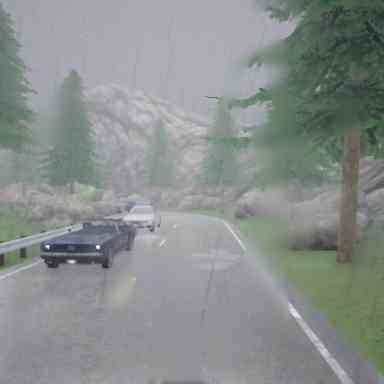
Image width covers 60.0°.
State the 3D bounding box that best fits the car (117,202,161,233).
[{"bbox_3d":[-3.000,1.561,20.268,1.812,1.442,4.674,0,0,1],"label":"car"}]

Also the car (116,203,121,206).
[{"bbox_3d":[-7.339,1.669,40.159,4.718,1.301,1.895,0,0,41],"label":"car"}]

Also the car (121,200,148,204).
[{"bbox_3d":[-4.924,1.532,31.935,1.882,1.535,5.008,0,0,-29],"label":"car"}]

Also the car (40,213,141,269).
[{"bbox_3d":[-3.258,1.620,11.416,1.895,1.301,4.718,0,0,2],"label":"car"}]
